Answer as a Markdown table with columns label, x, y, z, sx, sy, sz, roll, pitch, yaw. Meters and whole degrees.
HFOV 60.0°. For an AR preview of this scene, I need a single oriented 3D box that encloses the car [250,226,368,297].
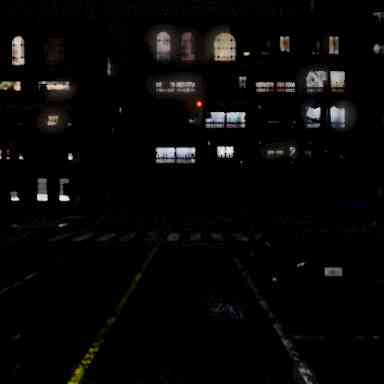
| label | x | y | z | sx | sy | sz | roll | pitch | yaw |
| --- | --- | --- | --- | --- | --- | --- | --- | --- | --- |
| car | 2.588 | 1.470 | 8.157 | 1.947 | 1.339 | 4.313 | 1 | 1 | 0 |

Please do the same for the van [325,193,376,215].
| label | x | y | z | sx | sy | sz | roll | pitch | yaw |
| --- | --- | --- | --- | --- | --- | --- | --- | --- | --- |
| van | 13.132 | 0.971 | 27.709 | 3.998 | 1.788 | 1.690 | 0 | 0 | 0 |
